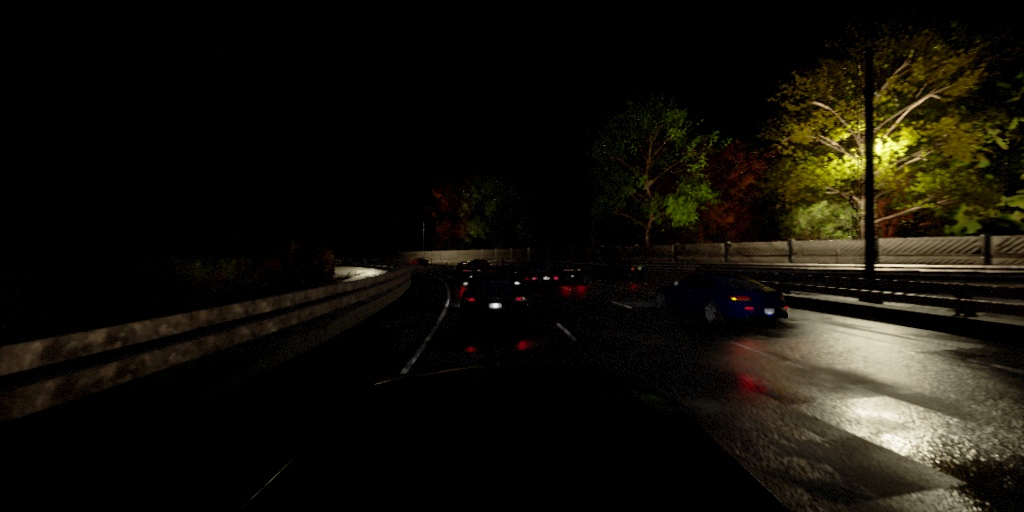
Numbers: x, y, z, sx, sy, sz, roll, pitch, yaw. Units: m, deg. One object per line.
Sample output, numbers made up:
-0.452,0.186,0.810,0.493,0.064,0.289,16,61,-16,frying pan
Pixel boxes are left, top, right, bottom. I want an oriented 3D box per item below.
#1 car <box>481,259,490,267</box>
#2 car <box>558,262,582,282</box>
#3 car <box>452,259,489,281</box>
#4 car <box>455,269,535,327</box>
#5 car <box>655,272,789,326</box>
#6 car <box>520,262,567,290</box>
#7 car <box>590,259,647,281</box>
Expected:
-4.863,1.209,51.162,1.882,1.535,5.008,0,0,-27,car
3.709,1.216,27.654,2.128,1.511,4.902,0,0,-14,car
-3.440,1.242,27.458,2.128,1.511,4.902,0,0,-14,car
-0.650,1.312,11.684,1.994,1.385,4.181,0,0,-6,car
6.408,1.247,11.516,1.812,1.442,4.674,0,0,-5,car
1.372,1.282,22.290,2.033,1.411,5.357,0,0,-11,car
8.591,1.039,29.311,2.097,1.767,4.553,0,0,-36,car
